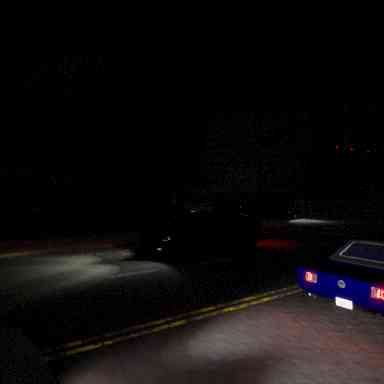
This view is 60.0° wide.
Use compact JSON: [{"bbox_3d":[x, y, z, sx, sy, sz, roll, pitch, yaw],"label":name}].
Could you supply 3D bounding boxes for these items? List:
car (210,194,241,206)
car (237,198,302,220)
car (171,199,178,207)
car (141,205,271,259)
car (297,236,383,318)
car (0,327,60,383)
[{"bbox_3d":[4.425,1.223,38.114,2.150,2.045,5.566,0,0,-36],"label":"car"},{"bbox_3d":[6.766,1.547,28.874,2.033,1.411,5.357,0,0,-36],"label":"car"},{"bbox_3d":[-2.797,1.564,42.193,1.994,1.385,4.181,0,0,-36],"label":"car"},{"bbox_3d":[0.474,1.477,12.747,5.008,1.535,1.882,0,0,-34],"label":"car"},{"bbox_3d":[4.403,1.601,6.911,4.718,1.301,1.895,0,0,-35],"label":"car"},{"bbox_3d":[-3.079,1.601,1.556,4.718,1.301,1.895,0,0,-35],"label":"car"}]
